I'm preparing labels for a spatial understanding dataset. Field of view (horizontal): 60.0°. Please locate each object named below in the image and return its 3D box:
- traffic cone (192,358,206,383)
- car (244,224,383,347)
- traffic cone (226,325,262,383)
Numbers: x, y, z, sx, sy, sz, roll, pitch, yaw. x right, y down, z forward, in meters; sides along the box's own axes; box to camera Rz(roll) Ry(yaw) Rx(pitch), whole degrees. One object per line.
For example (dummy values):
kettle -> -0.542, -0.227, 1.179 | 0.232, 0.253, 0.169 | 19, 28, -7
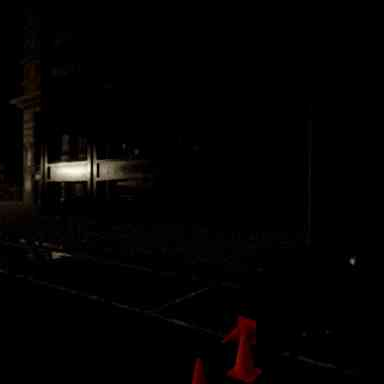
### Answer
traffic cone -> 0.069, 1.951, 3.312 | 0.340, 0.580, 0.340 | 0, 0, 36
car -> 3.266, 1.315, 4.640 | 5.009, 1.841, 2.192 | 0, 0, 36
traffic cone -> 0.651, 1.951, 4.125 | 0.340, 0.580, 0.340 | 0, 0, 36
